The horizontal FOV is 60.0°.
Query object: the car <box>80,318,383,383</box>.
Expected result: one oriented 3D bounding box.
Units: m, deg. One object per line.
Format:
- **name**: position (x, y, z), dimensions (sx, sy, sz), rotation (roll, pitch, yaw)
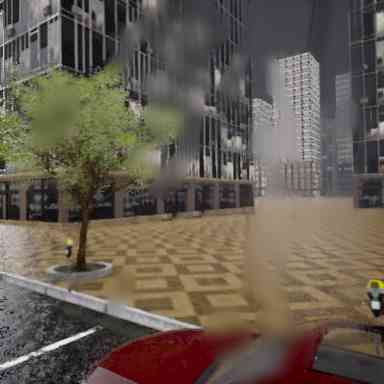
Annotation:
- **car**: position (0.961, 1.583, 2.167), dimensions (4.206, 1.307, 1.802), rotation (0, -1, 36)
